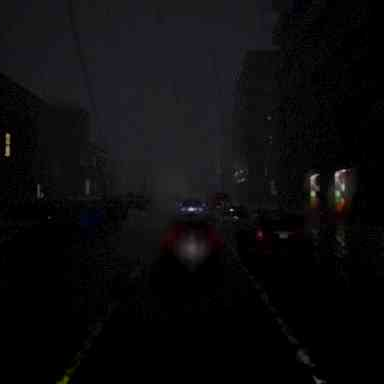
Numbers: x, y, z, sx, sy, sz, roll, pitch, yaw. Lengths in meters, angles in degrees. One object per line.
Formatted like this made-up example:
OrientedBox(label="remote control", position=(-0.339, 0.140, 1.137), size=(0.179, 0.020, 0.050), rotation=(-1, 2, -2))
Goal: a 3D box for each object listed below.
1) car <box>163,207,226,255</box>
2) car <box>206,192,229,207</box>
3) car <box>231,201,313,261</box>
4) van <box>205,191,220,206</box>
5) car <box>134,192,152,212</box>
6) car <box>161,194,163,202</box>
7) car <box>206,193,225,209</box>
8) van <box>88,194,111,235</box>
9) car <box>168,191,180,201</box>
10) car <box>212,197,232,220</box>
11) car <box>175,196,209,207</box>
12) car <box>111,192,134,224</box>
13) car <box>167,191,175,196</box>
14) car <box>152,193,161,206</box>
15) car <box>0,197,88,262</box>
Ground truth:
OrientedBox(label="car", position=(0.029, 1.458, 12.552), size=(1.895, 1.301, 4.718), rotation=(0, 1, 1))
OrientedBox(label="car", position=(2.694, 0.936, 33.348), size=(2.192, 1.841, 5.009), rotation=(1, 1, 0))
OrientedBox(label="car", position=(2.701, 1.307, 11.723), size=(1.967, 1.590, 4.097), rotation=(1, 1, 0))
OrientedBox(label="van", position=(2.690, 0.838, 44.162), size=(1.690, 1.788, 3.998), rotation=(1, 1, 0))
OrientedBox(label="car", position=(-5.685, 0.936, 33.352), size=(2.192, 1.841, 5.009), rotation=(1, 1, 0))
OrientedBox(label="car", position=(-5.699, 0.925, 54.982), size=(2.008, 1.369, 4.403), rotation=(1, 1, 0))
OrientedBox(label="car", position=(2.690, 0.999, 38.756), size=(1.967, 1.590, 4.097), rotation=(1, 1, 0))
OrientedBox(label="van", position=(-5.680, 1.146, 17.132), size=(1.690, 1.788, 3.998), rotation=(1, 1, 0))
OrientedBox(label="car", position=(-3.069, 0.831, 57.989), size=(2.128, 1.511, 4.902), rotation=(0, 1, 1))
OrientedBox(label="car", position=(2.695, 1.295, 22.537), size=(2.008, 1.369, 4.403), rotation=(1, 1, 0))
OrientedBox(label="car", position=(0.008, 1.252, 26.002), size=(2.033, 1.411, 5.357), rotation=(0, 1, 0))
OrientedBox(label="car", position=(-5.681, 1.059, 22.538), size=(2.192, 1.841, 5.009), rotation=(1, 1, 0))
OrientedBox(label="car", position=(-5.789, 0.483, 92.935), size=(1.887, 1.381, 4.507), rotation=(1, 1, 0))
OrientedBox(label="car", position=(-5.692, 0.937, 44.168), size=(1.967, 1.590, 4.097), rotation=(1, 1, 0))
OrientedBox(label="car", position=(-5.677, 1.181, 11.725), size=(2.192, 1.841, 5.009), rotation=(1, 1, 0))
